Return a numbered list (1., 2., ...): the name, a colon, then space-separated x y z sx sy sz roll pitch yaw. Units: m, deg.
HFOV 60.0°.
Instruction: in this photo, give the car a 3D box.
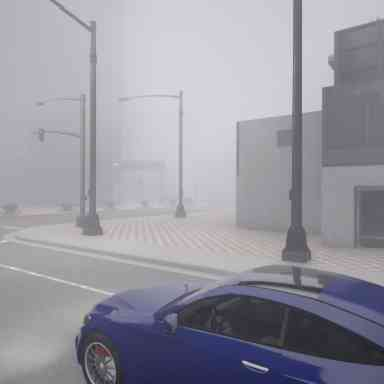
1. car: 0.774 1.528 3.443 4.674 1.442 1.812 0 0 36
